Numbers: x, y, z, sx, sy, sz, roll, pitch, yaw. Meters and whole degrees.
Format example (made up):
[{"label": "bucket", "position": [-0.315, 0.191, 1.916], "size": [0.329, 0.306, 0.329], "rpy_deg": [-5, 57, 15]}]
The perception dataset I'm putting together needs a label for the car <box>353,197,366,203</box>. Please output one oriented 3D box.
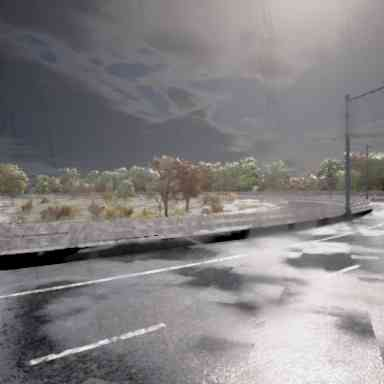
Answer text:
[{"label": "car", "position": [39.728, 1.805, 78.416], "size": [2.033, 1.411, 5.357], "rpy_deg": [0, 0, 5]}]
